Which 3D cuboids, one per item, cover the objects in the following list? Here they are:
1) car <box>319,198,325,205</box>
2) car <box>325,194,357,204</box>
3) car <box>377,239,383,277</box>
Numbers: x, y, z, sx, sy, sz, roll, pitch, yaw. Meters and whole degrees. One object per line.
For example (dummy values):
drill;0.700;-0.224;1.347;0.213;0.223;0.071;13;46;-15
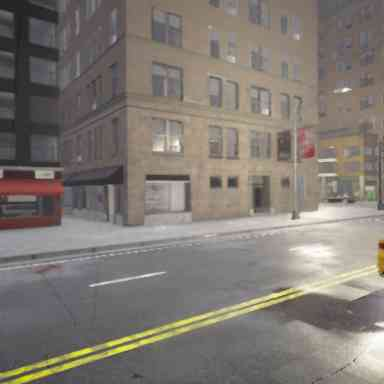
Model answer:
car;13.451;0.896;40.426;1.967;1.590;4.097;-1;0;-35
car;20.005;0.925;45.059;1.947;1.339;4.313;-1;0;-35
car;6.425;1.325;8.033;5.008;1.535;1.882;-1;1;-36
